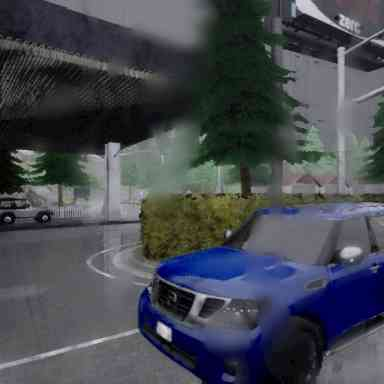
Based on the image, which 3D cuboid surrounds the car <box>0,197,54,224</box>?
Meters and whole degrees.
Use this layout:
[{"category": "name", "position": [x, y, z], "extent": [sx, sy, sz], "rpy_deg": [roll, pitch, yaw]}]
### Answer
[{"category": "car", "position": [-11.964, 1.313, 23.481], "extent": [3.866, 1.878, 1.905], "rpy_deg": [0, 0, -36]}]

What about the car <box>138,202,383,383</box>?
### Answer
[{"category": "car", "position": [1.934, 1.220, 5.372], "extent": [5.566, 2.045, 2.150], "rpy_deg": [0, 0, -36]}]
